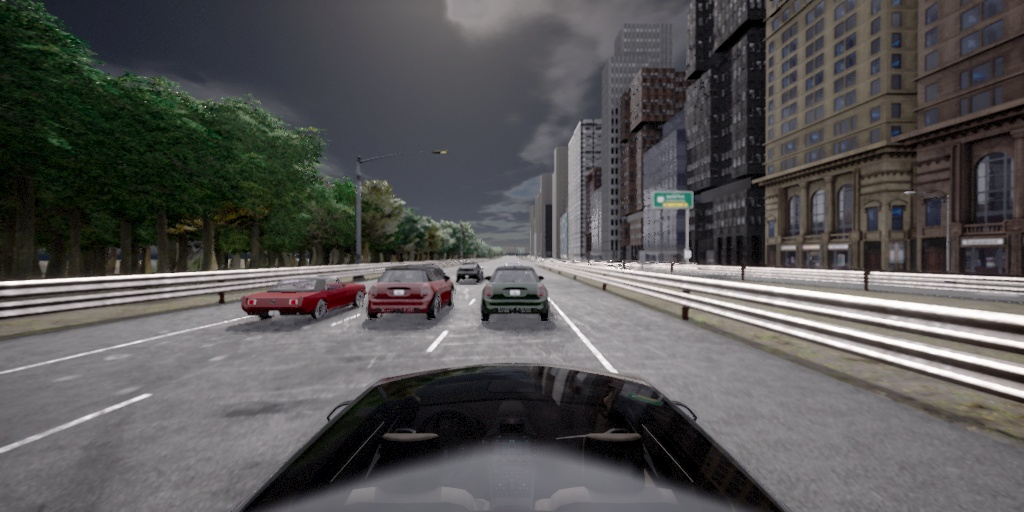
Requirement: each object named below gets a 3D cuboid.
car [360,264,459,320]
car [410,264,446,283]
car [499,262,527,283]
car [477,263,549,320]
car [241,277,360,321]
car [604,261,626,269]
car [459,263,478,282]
[{"bbox_3d":[-3.405,1.126,12.935,2.097,1.767,4.553,0,0,0],"label":"car"},{"bbox_3d":[-6.904,1.378,29.950,1.994,1.385,4.181,0,0,0],"label":"car"},{"bbox_3d":[0.097,1.304,29.486,2.128,1.511,4.902,0,0,0],"label":"car"},{"bbox_3d":[0.094,1.126,12.872,2.097,1.767,4.553,0,0,0],"label":"car"},{"bbox_3d":[-6.904,1.374,12.632,1.895,1.301,4.718,0,0,0],"label":"car"},{"bbox_3d":[17.796,1.549,62.188,1.837,1.490,4.892,0,0,-18],"label":"car"},{"bbox_3d":[-3.402,1.318,29.566,1.837,1.490,4.892,0,0,0],"label":"car"}]
